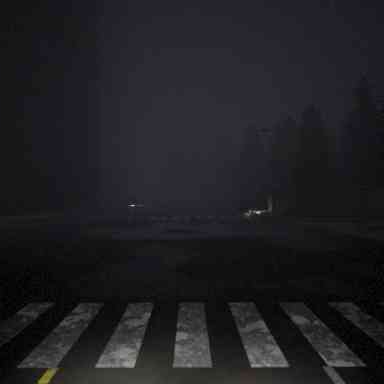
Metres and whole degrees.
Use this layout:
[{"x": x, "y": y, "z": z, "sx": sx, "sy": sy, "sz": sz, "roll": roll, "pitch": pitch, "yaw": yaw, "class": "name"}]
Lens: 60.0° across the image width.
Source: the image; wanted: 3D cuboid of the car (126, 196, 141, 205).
[{"x": -10.553, "y": 1.582, "z": 59.961, "sx": 1.837, "sy": 1.490, "sz": 4.892, "roll": 1, "pitch": 2, "yaw": -24, "class": "car"}]

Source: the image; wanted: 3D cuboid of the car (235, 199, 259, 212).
[{"x": 6.298, "y": 1.501, "z": 39.005, "sx": 2.033, "sy": 1.411, "sz": 5.357, "roll": -5, "pitch": 0, "yaw": -5, "class": "car"}]
